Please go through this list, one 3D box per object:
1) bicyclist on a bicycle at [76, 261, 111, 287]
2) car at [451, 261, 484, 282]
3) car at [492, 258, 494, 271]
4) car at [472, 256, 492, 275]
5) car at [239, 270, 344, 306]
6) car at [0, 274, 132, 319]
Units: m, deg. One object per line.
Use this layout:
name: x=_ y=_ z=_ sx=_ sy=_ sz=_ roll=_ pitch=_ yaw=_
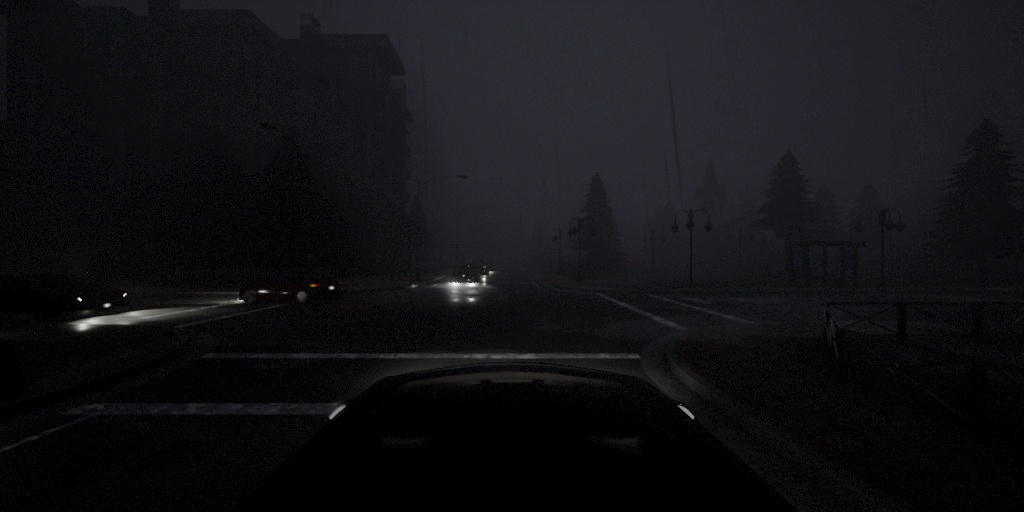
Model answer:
bicyclist on a bicycle: x=-23.012 y=1.073 z=19.732 sx=0.582 sy=1.620 sz=1.656 roll=0 pitch=0 yaw=-1
car: x=-3.648 y=1.324 z=28.969 sx=1.994 sy=1.385 sz=4.181 roll=0 pitch=0 yaw=0
car: x=-3.676 y=0.989 z=49.927 sx=2.150 sy=2.045 sz=5.566 roll=0 pitch=0 yaw=0
car: x=-3.670 y=1.116 z=39.089 sx=2.097 sy=1.767 sz=4.553 roll=0 pitch=0 yaw=0
car: x=-9.568 y=1.327 z=15.611 sx=4.181 sy=1.385 sz=1.994 roll=0 pitch=0 yaw=14
car: x=-16.620 y=1.317 z=12.327 sx=5.357 sy=1.411 sz=2.033 roll=0 pitch=0 yaw=-1
